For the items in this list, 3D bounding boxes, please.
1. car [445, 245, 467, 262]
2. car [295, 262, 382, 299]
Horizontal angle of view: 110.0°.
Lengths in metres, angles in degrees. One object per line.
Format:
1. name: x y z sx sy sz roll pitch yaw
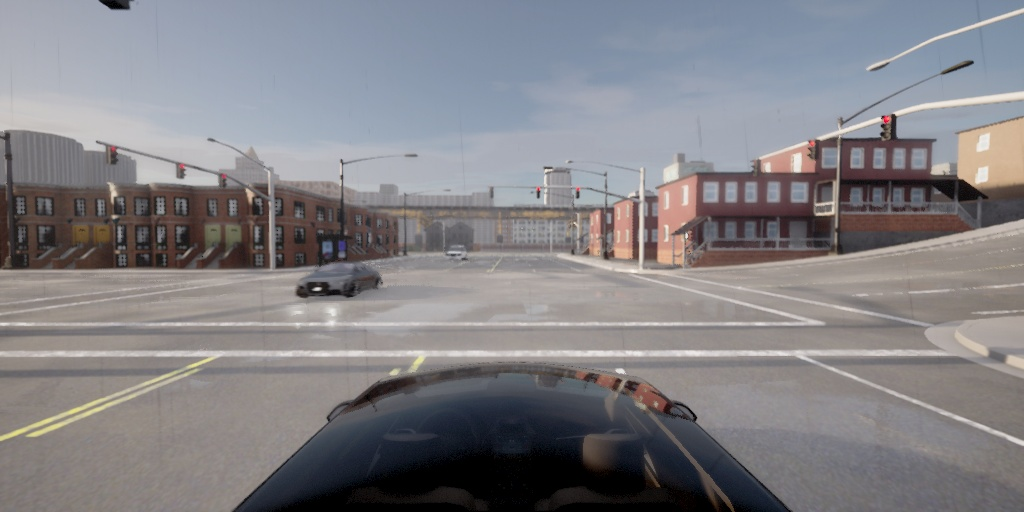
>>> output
1. car: -6.988 -0.291 45.350 2.150 2.045 5.566 0 3 0
2. car: -6.997 0.934 14.876 1.994 1.385 4.181 0 2 0
